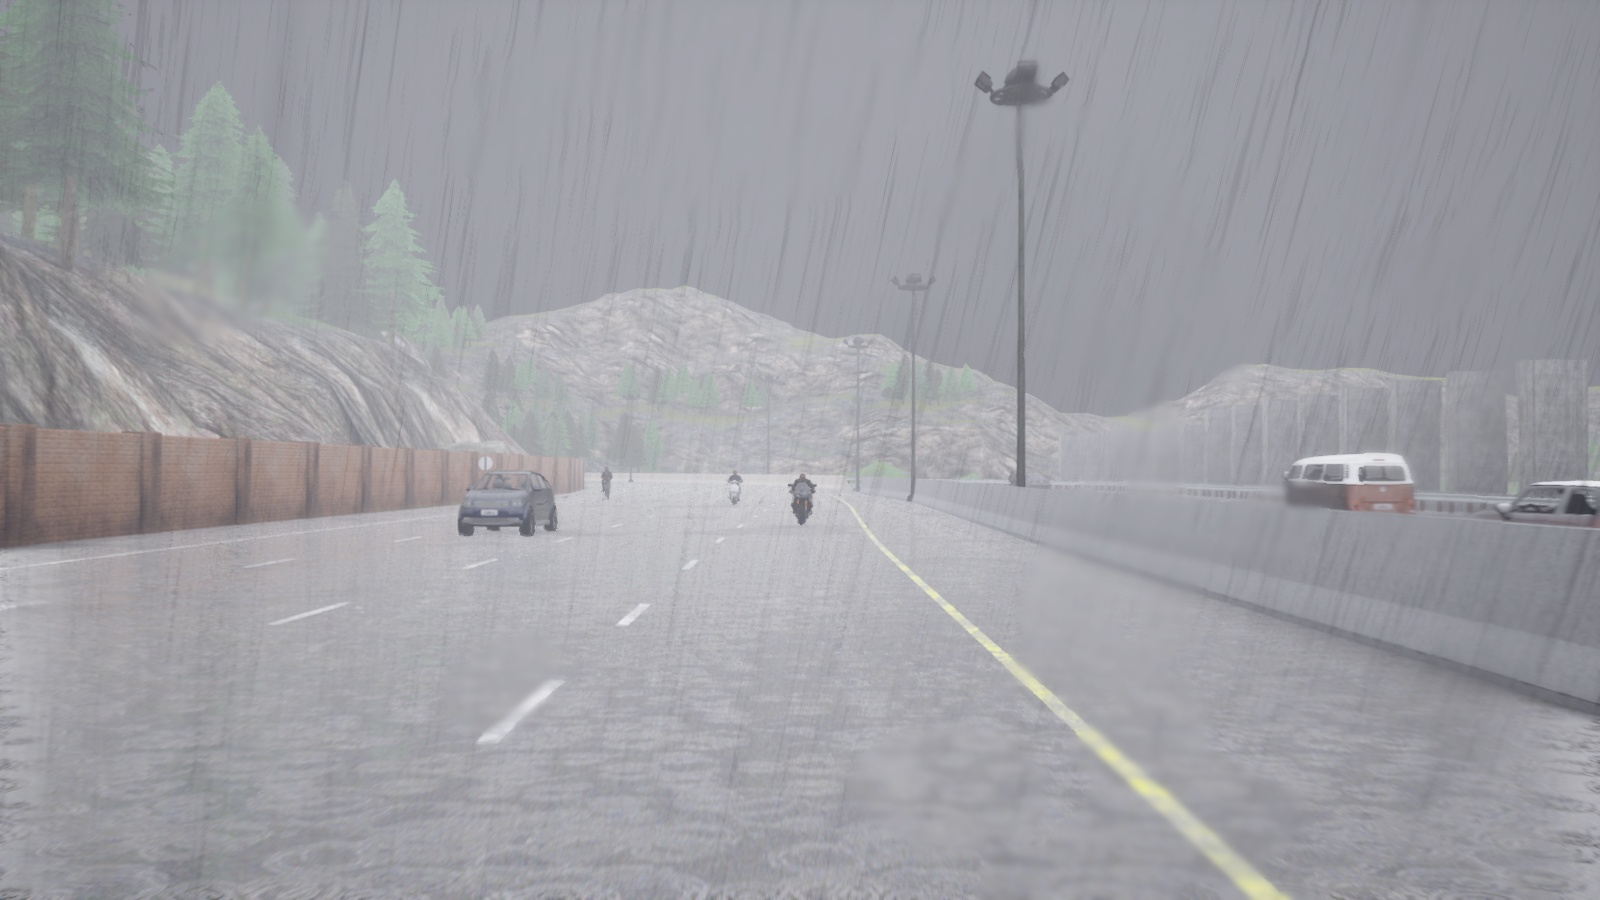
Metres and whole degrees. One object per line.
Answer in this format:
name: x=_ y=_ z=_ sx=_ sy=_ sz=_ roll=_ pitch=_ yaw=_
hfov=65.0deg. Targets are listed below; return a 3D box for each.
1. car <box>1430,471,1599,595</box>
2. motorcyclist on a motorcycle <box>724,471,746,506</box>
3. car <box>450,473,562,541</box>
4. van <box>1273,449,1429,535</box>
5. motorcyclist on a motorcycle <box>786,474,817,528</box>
car: x=10.455 y=1.022 z=16.939 sx=1.970 sy=1.475 sz=3.806 roll=0 pitch=-1 yaw=0
motorcyclist on a motorcycle: x=-2.989 y=1.748 z=57.799 sx=0.866 sy=1.590 sz=1.817 roll=-1 pitch=-1 yaw=1
car: x=-7.013 y=1.332 z=30.337 sx=1.789 sy=1.549 sz=3.705 roll=0 pitch=-1 yaw=1
van: x=14.015 y=1.025 z=32.263 sx=2.069 sy=2.038 sz=4.480 roll=0 pitch=-1 yaw=1
motorcyclist on a motorcycle: x=0.071 y=1.467 z=36.860 sx=0.866 sy=1.530 sz=2.191 roll=0 pitch=-1 yaw=1
